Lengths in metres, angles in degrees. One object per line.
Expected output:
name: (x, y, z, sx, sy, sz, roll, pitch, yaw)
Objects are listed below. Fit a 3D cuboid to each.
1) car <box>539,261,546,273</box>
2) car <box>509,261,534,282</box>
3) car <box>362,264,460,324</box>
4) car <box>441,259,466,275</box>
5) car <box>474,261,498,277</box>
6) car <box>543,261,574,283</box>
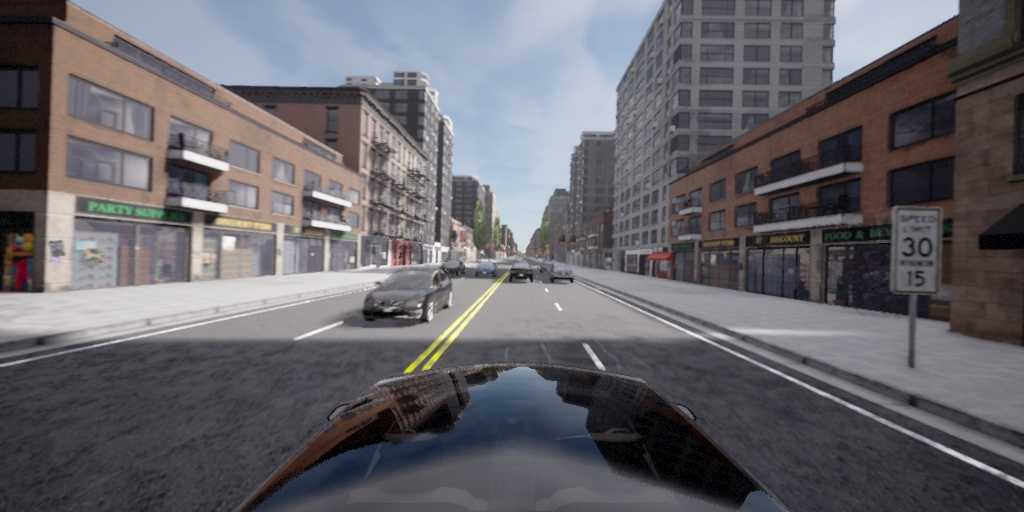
car: (4.555, 1.414, 46.738, 2.128, 1.511, 4.902, 2, 0, 2)
car: (0.780, 1.272, 29.600, 1.882, 1.535, 5.008, 2, 0, 2)
car: (-3.157, 1.164, 11.781, 1.837, 1.490, 4.892, 2, 0, 2)
car: (-5.642, 1.077, 34.481, 1.882, 1.535, 5.008, 2, 0, 2)
car: (-2.392, 1.226, 34.487, 1.812, 1.442, 4.674, 2, 0, 2)
car: (4.048, 1.444, 30.171, 2.033, 1.411, 5.357, 2, 0, 2)
